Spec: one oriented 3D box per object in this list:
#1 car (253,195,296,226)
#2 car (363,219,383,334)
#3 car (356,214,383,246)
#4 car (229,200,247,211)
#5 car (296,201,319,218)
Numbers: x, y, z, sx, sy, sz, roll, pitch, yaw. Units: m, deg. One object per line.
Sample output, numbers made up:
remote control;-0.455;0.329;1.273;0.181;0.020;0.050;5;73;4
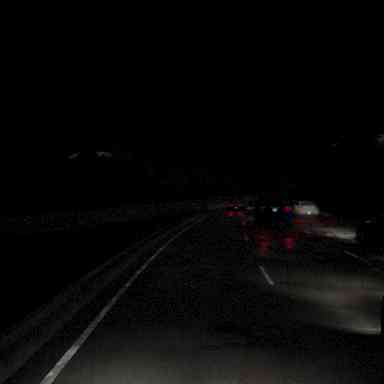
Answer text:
car;5.560;1.219;23.337;2.150;2.045;5.566;0;0;8
car;3.724;1.352;2.936;2.097;1.767;4.553;0;0;1
car;7.729;1.490;12.180;2.128;1.511;4.902;0;0;5
car;5.788;1.597;41.331;1.895;1.301;4.718;0;0;14
car;10.270;1.523;30.081;1.812;1.442;4.674;0;0;11
